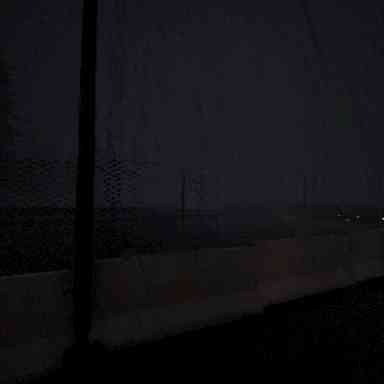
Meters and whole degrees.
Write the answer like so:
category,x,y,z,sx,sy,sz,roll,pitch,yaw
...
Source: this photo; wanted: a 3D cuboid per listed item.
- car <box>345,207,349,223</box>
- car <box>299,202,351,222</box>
category,x,y,z,sx,sy,sz,roll,pitch,yaw
car,13.991,1.782,26.784,5.357,1.411,2.033,1,0,-35
car,11.903,1.709,29.592,5.008,1.535,1.882,1,0,-35
